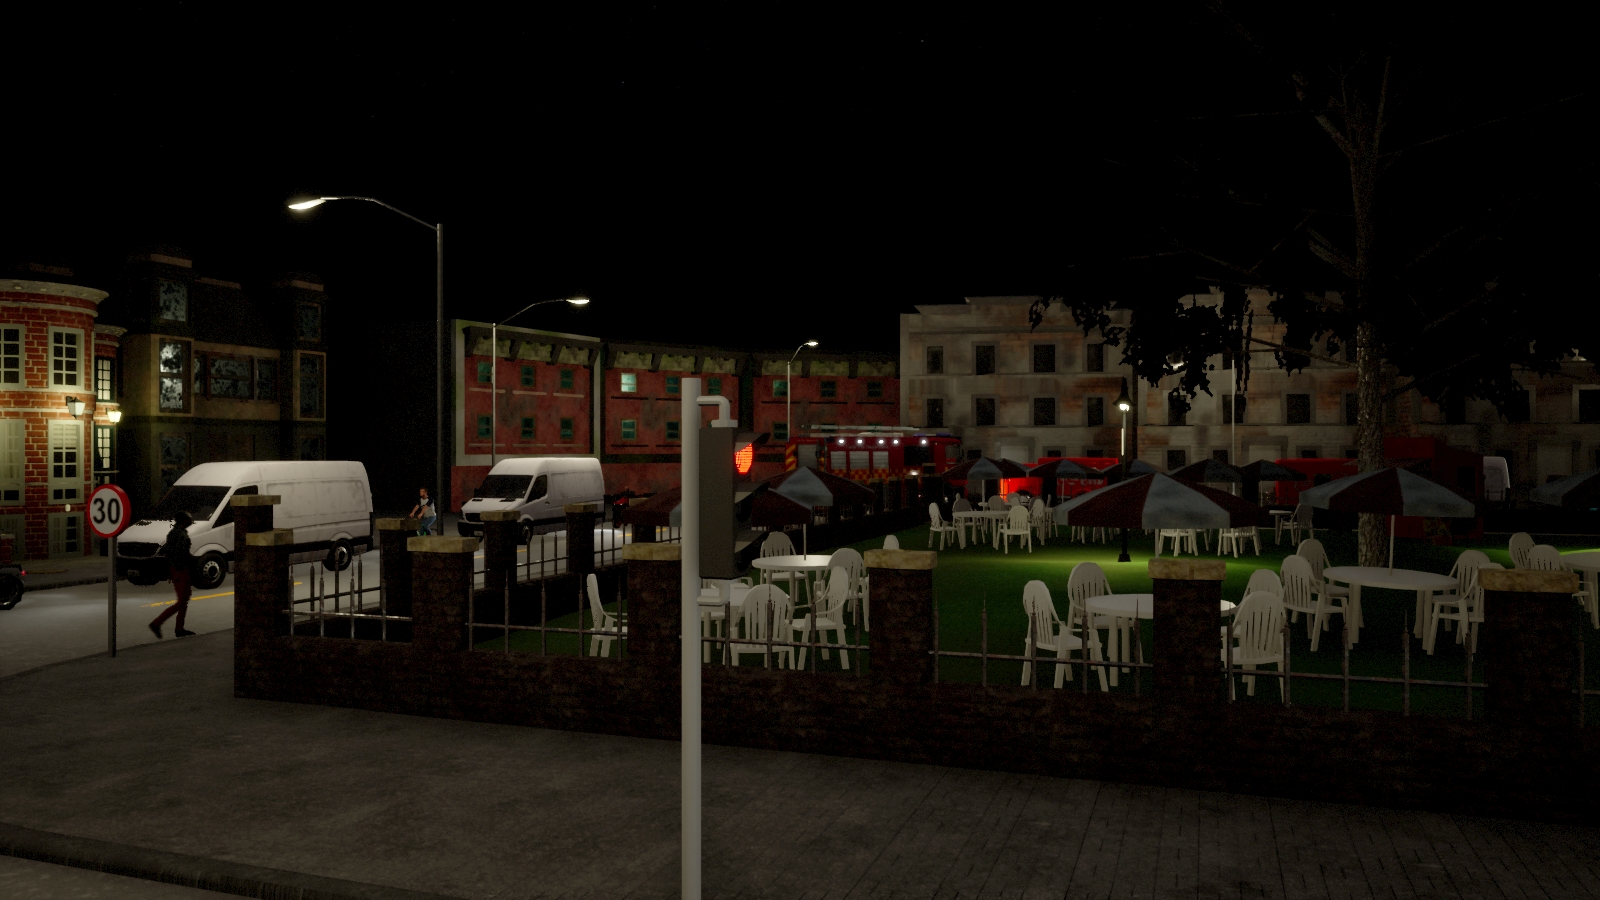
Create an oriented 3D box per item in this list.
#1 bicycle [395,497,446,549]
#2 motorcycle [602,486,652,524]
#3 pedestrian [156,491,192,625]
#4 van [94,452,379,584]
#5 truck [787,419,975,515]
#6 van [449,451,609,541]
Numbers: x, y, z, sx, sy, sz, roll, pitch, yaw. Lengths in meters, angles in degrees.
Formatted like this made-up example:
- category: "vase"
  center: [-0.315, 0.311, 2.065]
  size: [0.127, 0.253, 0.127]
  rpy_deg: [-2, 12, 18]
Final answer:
- category: "bicycle"
  center: [-10.162, 1.936, 30.641]
  size: [0.373, 1.296, 1.643]
  rpy_deg: [0, 0, 20]
- category: "motorcycle"
  center: [-6.279, 1.985, 41.598]
  size: [0.867, 1.251, 2.209]
  rpy_deg: [0, 0, 20]
- category: "pedestrian"
  center: [-8.930, 1.530, 16.297]
  size: [0.375, 1.860, 0.375]
  rpy_deg: [0, 0, -42]
- category: "van"
  center: [-12.115, 1.315, 25.192]
  size: [1.988, 2.561, 5.915]
  rpy_deg: [0, 0, 20]
- category: "truck"
  center: [3.641, 0.672, 49.312]
  size: [8.468, 3.827, 2.891]
  rpy_deg: [0, 0, -40]
- category: "van"
  center: [-8.336, 1.314, 35.864]
  size: [1.988, 2.561, 5.915]
  rpy_deg: [0, 0, 20]
